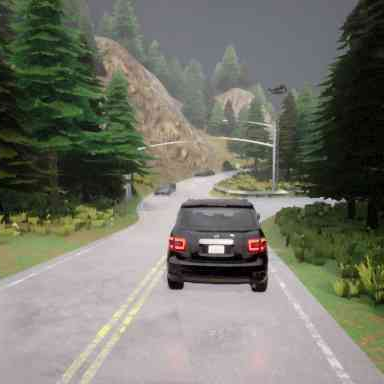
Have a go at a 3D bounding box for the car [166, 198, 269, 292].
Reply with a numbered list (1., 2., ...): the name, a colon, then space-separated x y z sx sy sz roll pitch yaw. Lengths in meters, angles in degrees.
1. car: 0.704 1.172 9.001 2.150 2.045 5.566 0 0 5

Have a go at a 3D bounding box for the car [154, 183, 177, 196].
1. car: -3.312 -0.432 42.748 2.033 1.411 5.357 0 9 12

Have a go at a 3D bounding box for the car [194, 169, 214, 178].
1. car: 2.249 -3.393 60.299 2.033 1.411 5.357 3 10 28

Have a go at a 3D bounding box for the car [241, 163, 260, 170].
1. car: 12.652 -5.579 71.763 4.181 1.385 1.994 -9 9 -33
